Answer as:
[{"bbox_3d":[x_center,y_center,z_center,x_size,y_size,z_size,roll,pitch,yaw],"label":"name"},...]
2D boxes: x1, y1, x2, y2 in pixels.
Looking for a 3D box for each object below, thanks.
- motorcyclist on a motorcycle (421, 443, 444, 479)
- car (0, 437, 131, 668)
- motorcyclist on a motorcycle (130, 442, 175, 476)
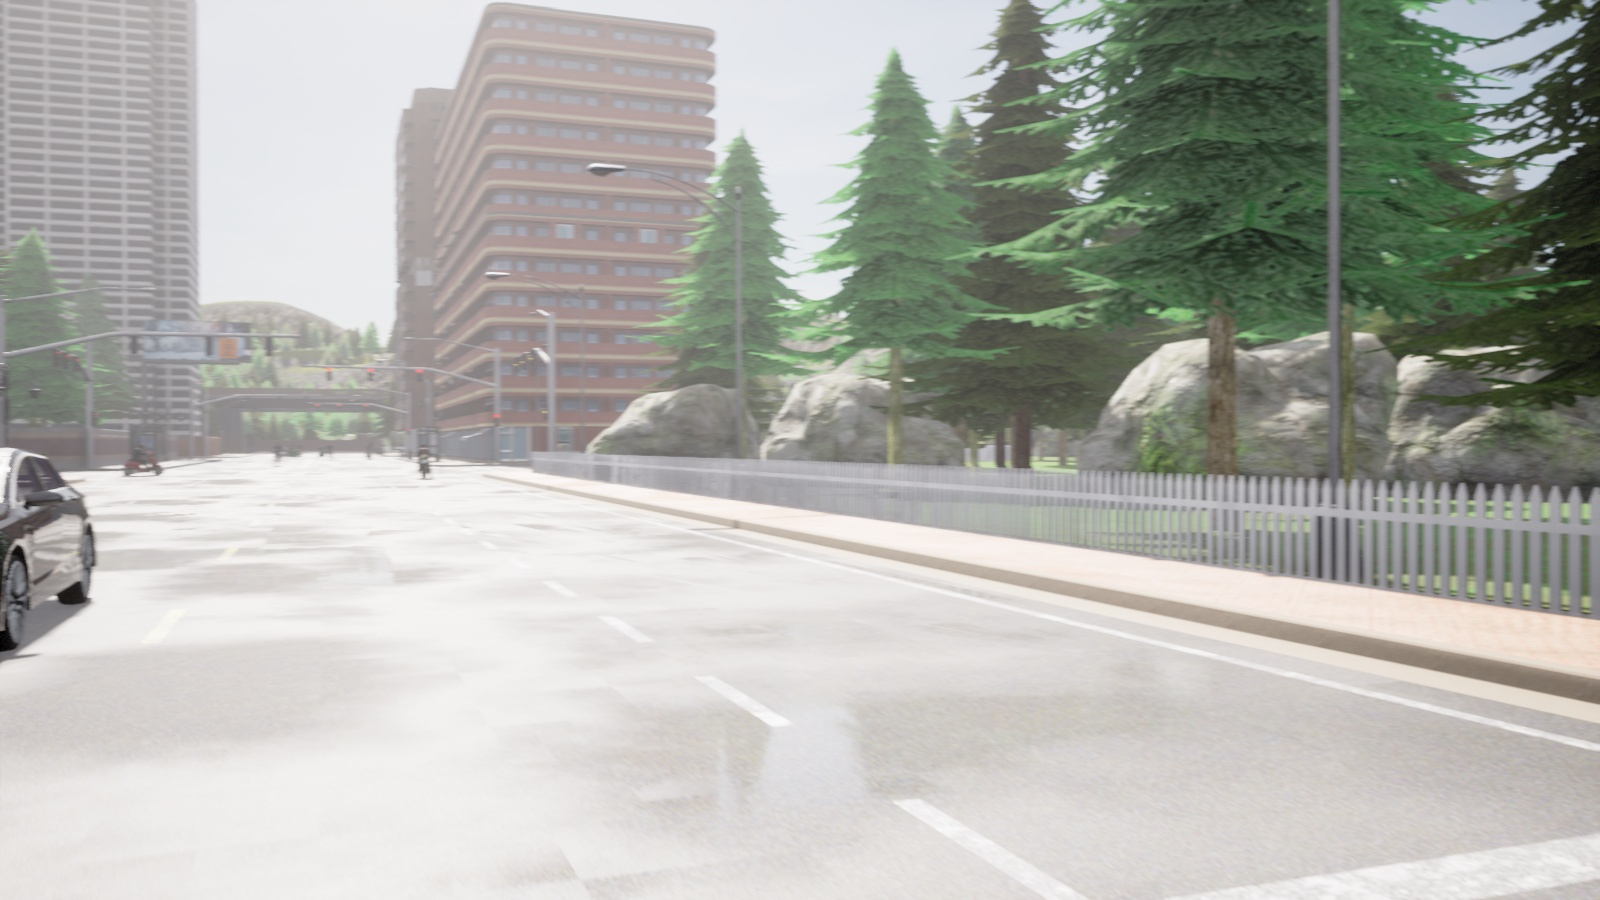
[{"bbox_3d":[-15.866,0.456,54.131,0.797,1.523,2.044,0,0,-20],"label":"motorcyclist on a motorcycle"},{"bbox_3d":[-6.985,0.662,10.159,2.128,1.511,4.902,0,0,-20],"label":"car"},{"bbox_3d":[-30.902,0.411,59.969,1.817,1.590,0.866,0,0,-21],"label":"motorcyclist on a motorcycle"}]
